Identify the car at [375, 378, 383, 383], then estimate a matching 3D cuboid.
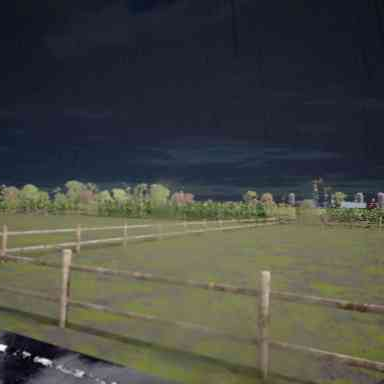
[{"bbox_3d":[3.522,1.725,1.562,4.892,1.490,1.837,0,-4,27],"label":"car"}]
